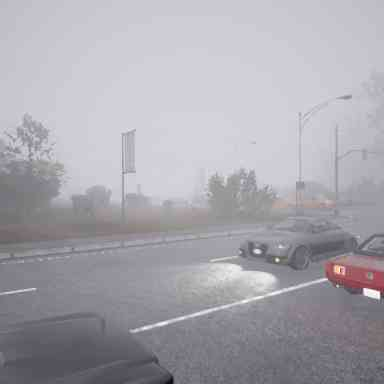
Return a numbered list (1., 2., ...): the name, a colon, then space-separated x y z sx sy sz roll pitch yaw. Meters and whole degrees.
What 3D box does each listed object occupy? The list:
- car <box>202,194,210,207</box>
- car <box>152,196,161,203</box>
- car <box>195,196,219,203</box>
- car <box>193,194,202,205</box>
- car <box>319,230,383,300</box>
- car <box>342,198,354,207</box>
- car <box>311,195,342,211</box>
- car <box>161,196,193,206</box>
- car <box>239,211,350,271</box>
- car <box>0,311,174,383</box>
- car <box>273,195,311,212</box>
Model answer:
1. car: 3.966 1.295 43.868 1.882 1.535 5.008 -1 0 -39
2. car: -5.739 1.400 61.571 1.895 1.301 4.718 -1 0 -38
3. car: 2.815 1.342 62.338 1.895 1.301 4.718 -1 0 -39
4. car: 1.908 1.146 52.007 2.097 1.767 4.553 -1 0 -39
5. car: 5.127 1.573 7.429 4.718 1.301 1.895 0 0 -36
6. car: 17.996 1.279 43.115 2.033 1.411 5.357 -1 0 -35
7. car: 13.777 1.137 37.280 2.097 1.767 4.553 -1 0 -39
8. car: -2.352 1.386 51.713 1.994 1.385 4.181 -1 0 -39
9. car: 3.514 1.532 10.826 4.181 1.385 1.994 0 0 -36
10. car: -2.392 1.601 2.029 4.718 1.301 1.895 0 0 -36
11. car: 9.940 1.291 36.461 1.882 1.535 5.008 -1 0 -39
